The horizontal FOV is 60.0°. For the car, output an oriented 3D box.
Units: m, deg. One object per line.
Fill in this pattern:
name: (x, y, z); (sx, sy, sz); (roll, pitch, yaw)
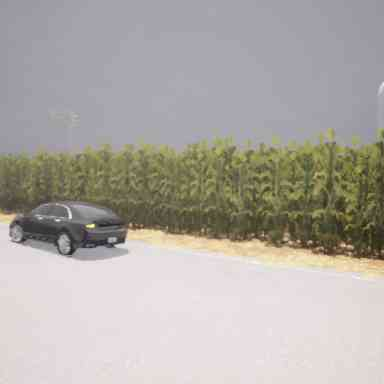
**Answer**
car: (-4.241, 1.065, 11.160); (4.892, 1.490, 1.837); (2, 0, 37)
